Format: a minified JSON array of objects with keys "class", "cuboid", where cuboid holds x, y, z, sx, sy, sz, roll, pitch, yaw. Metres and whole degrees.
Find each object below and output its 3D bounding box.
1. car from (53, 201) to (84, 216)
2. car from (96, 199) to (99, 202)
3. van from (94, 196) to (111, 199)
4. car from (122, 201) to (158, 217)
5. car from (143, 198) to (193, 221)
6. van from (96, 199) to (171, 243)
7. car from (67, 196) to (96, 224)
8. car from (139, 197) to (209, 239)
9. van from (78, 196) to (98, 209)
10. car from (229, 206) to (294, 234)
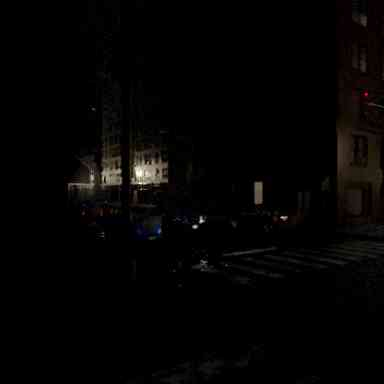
[{"class":"car","cuboid":[-13.020,1.674,34.963,1.895,1.301,4.718,1,0,-35]},{"class":"car","cuboid":[-7.138,1.562,26.517,1.882,1.535,5.008,1,0,-35]},{"class":"van","cuboid":[-11.850,1.453,43.353,1.690,1.788,3.998,1,0,-35]},{"class":"car","cuboid":[-5.459,1.694,34.190,1.947,1.339,4.313,1,0,-35]},{"class":"car","cuboid":[-2.262,1.447,29.612,2.192,1.841,5.009,1,0,-35]},{"class":"van","cuboid":[-2.852,1.408,15.558,1.690,1.788,3.998,1,0,-35]},{"class":"car","cuboid":[-9.245,1.376,24.721,2.192,1.841,5.009,1,0,-35]},{"class":"car","cuboid":[-1.335,1.311,18.244,2.150,2.045,5.566,1,0,-33]},{"class":"van","cuboid":[-15.045,1.443,47.933,1.690,1.788,3.998,1,0,-35]},{"class":"car","cuboid":[4.129,1.577,20.450,1.967,1.590,4.097,1,0,-35]}]
